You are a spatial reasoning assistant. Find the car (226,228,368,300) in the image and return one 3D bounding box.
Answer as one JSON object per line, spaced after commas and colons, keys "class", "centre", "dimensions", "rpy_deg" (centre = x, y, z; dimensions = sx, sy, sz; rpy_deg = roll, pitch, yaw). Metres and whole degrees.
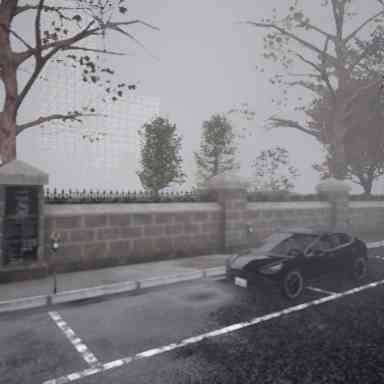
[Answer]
{"class": "car", "centre": [2.855, 1.635, 8.605], "dimensions": [4.313, 1.339, 1.947], "rpy_deg": [1, 0, -36]}
